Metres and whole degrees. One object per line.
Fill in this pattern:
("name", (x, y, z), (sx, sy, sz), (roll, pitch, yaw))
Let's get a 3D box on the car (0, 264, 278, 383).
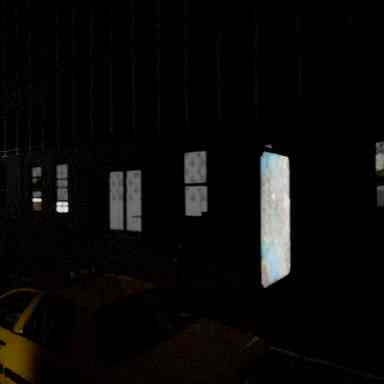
("car", (-1.474, 1.551, 3.978), (4.829, 1.417, 1.752), (-1, 0, 36))
